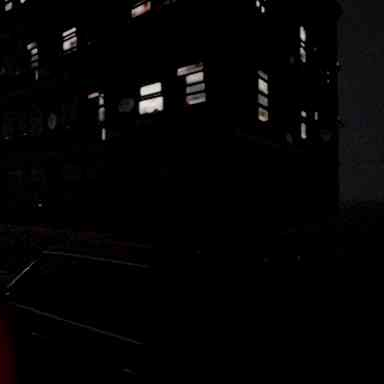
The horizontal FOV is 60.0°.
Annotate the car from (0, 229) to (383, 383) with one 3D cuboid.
[{"bbox_3d":[-0.521,1.313,3.262,5.009,1.841,2.192,0,-1,35],"label":"car"}]
